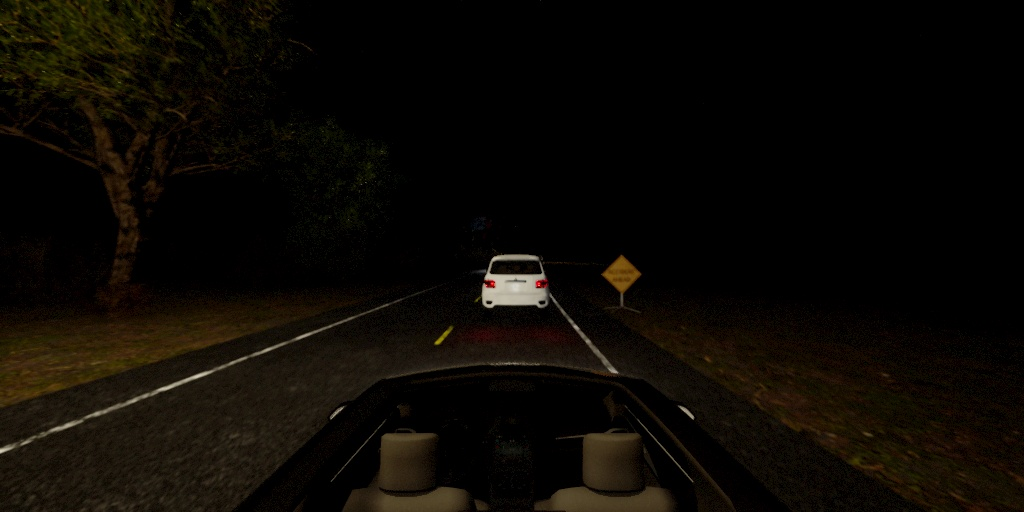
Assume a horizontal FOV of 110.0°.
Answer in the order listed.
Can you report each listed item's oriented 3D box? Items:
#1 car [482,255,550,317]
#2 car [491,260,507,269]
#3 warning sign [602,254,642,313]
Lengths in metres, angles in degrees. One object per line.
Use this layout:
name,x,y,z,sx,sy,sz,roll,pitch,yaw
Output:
car,0.177,0.986,13.373,2.150,2.045,5.566,0,0,1
car,-1.829,1.225,53.124,1.895,1.301,4.718,0,0,4
warning sign,3.625,0.880,11.829,1.300,1.860,1.060,0,0,1
